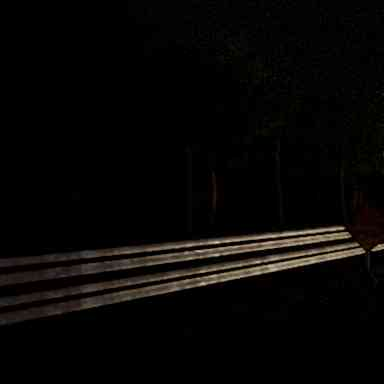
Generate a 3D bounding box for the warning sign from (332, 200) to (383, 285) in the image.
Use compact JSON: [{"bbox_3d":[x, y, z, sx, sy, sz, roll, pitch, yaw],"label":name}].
[{"bbox_3d":[4.377,1.146,8.274,1.060,1.860,1.300,0,0,-36],"label":"warning sign"}]
